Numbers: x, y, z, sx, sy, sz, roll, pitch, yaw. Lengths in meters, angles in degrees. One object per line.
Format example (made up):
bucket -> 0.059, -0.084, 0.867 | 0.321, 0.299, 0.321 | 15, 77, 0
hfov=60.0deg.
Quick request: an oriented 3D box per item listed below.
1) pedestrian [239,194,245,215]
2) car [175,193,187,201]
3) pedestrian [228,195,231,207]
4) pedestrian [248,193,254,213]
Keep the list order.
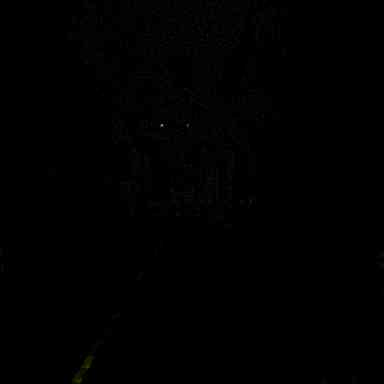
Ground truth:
pedestrian -> 4.509, 1.111, 30.228 | 0.375, 1.860, 0.375 | 1, -1, 0
car -> -2.472, 1.236, 83.753 | 2.150, 2.045, 5.566 | 0, 0, 0
pedestrian -> 3.509, 1.169, 31.427 | 0.375, 1.860, 0.375 | 1, -1, 0
pedestrian -> 5.509, 0.984, 30.831 | 0.375, 1.860, 0.375 | 1, -1, 0
